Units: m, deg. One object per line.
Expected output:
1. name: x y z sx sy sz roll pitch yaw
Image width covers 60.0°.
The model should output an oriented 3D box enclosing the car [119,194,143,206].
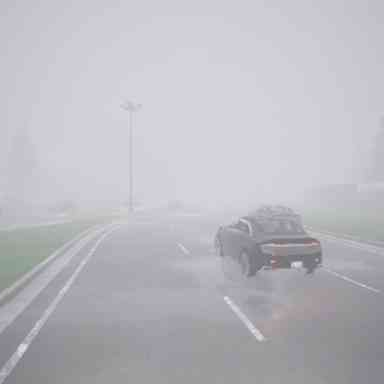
1. car: -9.766 1.341 53.467 2.097 1.767 4.553 0 0 3

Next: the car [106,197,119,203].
1. car: -15.932 1.580 67.764 1.895 1.301 4.718 0 0 3

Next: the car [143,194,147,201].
1. car: -11.930 1.270 77.209 2.097 1.767 4.553 0 0 3

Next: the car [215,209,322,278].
1. car: 2.058 1.489 10.234 2.128 1.511 4.902 0 0 -10

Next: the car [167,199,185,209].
1. car: -2.050 1.592 44.314 1.895 1.301 4.718 0 0 4

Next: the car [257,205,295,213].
1. car: 4.442 1.488 18.613 2.128 1.511 4.902 0 0 -6

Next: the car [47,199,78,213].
1. car: -14.163 1.518 36.704 1.812 1.442 4.674 0 0 3

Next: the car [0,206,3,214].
1. car: -18.290 1.540 27.914 2.033 1.411 5.357 0 0 6
